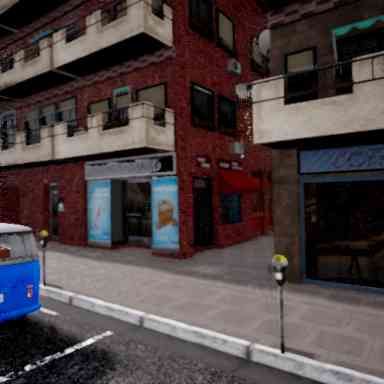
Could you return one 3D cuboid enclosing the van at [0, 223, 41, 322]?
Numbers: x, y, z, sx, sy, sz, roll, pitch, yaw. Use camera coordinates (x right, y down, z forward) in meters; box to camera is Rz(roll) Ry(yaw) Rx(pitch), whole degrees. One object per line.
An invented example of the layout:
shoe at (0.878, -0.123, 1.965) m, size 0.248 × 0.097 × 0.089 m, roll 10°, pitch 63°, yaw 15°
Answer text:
van at (-4.461, 1.403, 6.080) m, size 3.998 × 1.788 × 1.690 m, roll -1°, pitch -1°, yaw 36°
